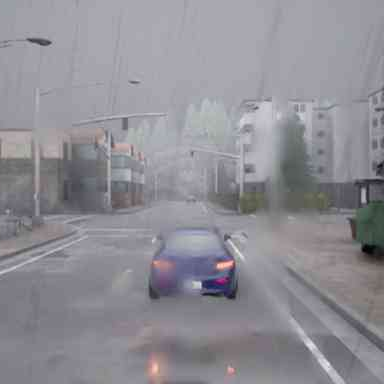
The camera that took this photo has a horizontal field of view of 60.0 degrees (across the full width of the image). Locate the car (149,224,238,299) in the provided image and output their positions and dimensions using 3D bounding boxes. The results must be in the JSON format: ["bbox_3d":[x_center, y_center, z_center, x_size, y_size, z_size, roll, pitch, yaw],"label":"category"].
[{"bbox_3d":[0.039,1.525,8.314,1.812,1.442,4.674,0,0,0],"label":"car"}]

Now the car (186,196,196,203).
[{"bbox_3d":[-0.152,1.517,66.956,1.812,1.442,4.674,0,0,0],"label":"car"}]
